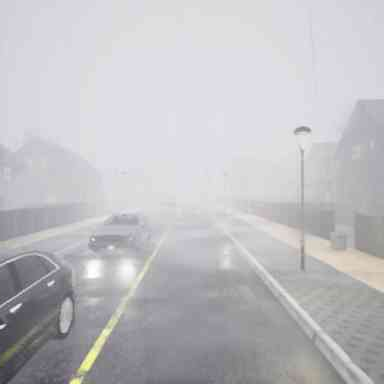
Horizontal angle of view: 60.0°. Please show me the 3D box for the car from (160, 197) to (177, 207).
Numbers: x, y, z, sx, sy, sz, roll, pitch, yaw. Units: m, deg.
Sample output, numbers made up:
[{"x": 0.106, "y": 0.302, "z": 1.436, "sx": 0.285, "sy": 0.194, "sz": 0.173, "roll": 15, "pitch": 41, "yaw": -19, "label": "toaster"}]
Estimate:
[{"x": -2.820, "y": 1.278, "z": 41.026, "sx": 1.882, "sy": 1.535, "sz": 5.008, "roll": 0, "pitch": 0, "yaw": 0, "label": "car"}]

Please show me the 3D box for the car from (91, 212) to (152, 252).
[{"x": -2.863, "y": 1.599, "z": 14.462, "sx": 2.033, "sy": 1.411, "sz": 5.357, "roll": 0, "pitch": 0, "yaw": 0, "label": "car"}]

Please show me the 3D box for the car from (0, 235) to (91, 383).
[{"x": -2.854, "y": 1.520, "z": 3.801, "sx": 1.837, "sy": 1.490, "sz": 4.892, "roll": 0, "pitch": 0, "yaw": 0, "label": "car"}]
